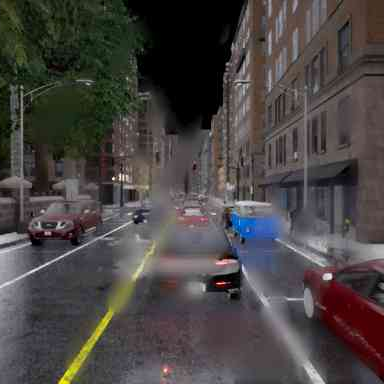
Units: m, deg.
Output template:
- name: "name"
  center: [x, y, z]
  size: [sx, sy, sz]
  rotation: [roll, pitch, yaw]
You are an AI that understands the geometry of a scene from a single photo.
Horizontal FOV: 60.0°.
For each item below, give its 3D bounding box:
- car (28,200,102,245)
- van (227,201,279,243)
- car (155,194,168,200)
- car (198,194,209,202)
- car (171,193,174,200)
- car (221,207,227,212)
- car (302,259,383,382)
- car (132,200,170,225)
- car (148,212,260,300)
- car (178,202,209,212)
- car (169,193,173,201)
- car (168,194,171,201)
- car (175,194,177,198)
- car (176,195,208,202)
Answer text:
- name: "car"
  center: [-5.682, 1.310, 15.612]
  size: [2.192, 1.841, 5.009]
  rotation: [0, 0, 0]
- name: "van"
  center: [2.842, 1.336, 15.659]
  size: [1.690, 1.788, 3.998]
  rotation: [0, 0, 0]
- name: "car"
  center: [-5.718, 1.479, 59.131]
  size: [1.752, 1.417, 4.829]
  rotation: [0, 0, 0]
- name: "car"
  center: [2.793, 1.386, 75.696]
  size: [1.967, 1.590, 4.097]
  rotation: [0, 0, 0]
- name: "car"
  center: [-5.731, 1.490, 75.653]
  size: [1.887, 1.381, 4.507]
  rotation: [0, 0, 0]
- name: "car"
  center: [2.838, 1.557, 21.319]
  size: [1.947, 1.339, 4.313]
  rotation: [0, 0, 0]
- name: "car"
  center: [2.851, 1.544, 4.338]
  size: [1.887, 1.381, 4.507]
  rotation: [0, 0, 0]
- name: "car"
  center: [-3.034, 1.536, 24.470]
  size: [2.033, 1.411, 5.357]
  rotation: [0, 0, 0]
- name: "car"
  center: [0.093, 1.490, 8.346]
  size: [2.128, 1.511, 4.902]
  rotation: [0, 0, 0]
- name: "car"
  center: [0.088, 1.519, 18.608]
  size: [1.812, 1.442, 4.674]
  rotation: [0, 0, 0]
- name: "car"
  center: [-5.727, 1.492, 70.202]
  size: [1.887, 1.381, 4.507]
  rotation: [0, 0, 0]
- name: "car"
  center: [-5.722, 1.501, 64.751]
  size: [2.008, 1.369, 4.403]
  rotation: [0, 0, 0]
- name: "car"
  center: [-5.740, 1.495, 86.554]
  size: [2.008, 1.369, 4.403]
  rotation: [0, 0, 0]
- name: "car"
  center: [0.025, 1.338, 27.565]
  size: [2.097, 1.767, 4.553]
  rotation: [0, 0, 2]
